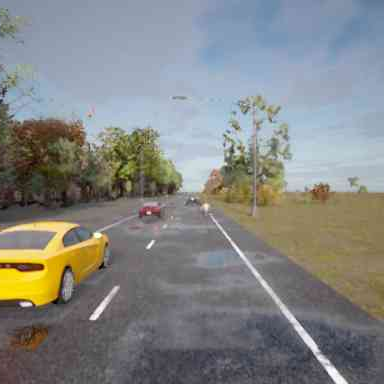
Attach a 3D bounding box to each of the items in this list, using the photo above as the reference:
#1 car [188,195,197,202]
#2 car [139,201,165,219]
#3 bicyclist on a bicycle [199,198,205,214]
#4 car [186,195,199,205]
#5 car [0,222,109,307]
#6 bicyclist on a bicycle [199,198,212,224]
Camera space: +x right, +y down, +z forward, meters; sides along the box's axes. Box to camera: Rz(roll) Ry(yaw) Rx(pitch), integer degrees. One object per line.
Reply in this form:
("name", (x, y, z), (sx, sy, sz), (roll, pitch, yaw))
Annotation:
("car", (0.035, 1.401, 74.629), (1.994, 1.385, 4.181), (0, 0, 0))
("car", (-3.388, 1.466, 28.483), (1.812, 1.442, 4.674), (0, 0, 0))
("bicyclist on a bicycle", (0.980, 1.384, 33.288), (0.582, 1.620, 1.656), (0, 0, 0))
("car", (0.100, 1.236, 56.320), (2.097, 1.767, 4.553), (0, 0, 0))
("car", (-3.398, 1.461, 8.024), (1.882, 1.535, 5.008), (0, 0, 0))
("bicyclist on a bicycle", (0.982, 1.388, 23.210), (0.866, 1.612, 1.509), (0, 0, 0))
